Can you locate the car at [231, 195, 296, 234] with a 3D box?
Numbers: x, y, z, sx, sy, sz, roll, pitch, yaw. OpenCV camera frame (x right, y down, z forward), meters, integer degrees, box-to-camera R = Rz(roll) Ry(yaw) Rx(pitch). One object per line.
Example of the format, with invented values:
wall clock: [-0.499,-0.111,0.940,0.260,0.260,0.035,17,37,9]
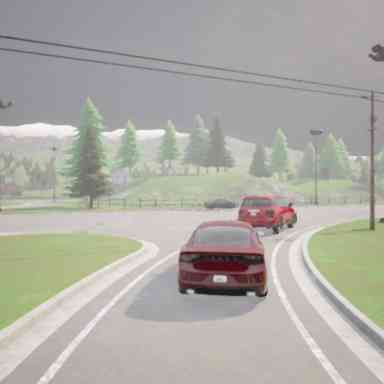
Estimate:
car: [4.520,1.209,19.577,2.150,2.045,5.566,0,0,30]

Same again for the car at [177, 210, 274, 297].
car: [0.877,1.471,8.678,1.882,1.535,5.008,0,0,8]

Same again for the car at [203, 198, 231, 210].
car: [3.589,1.493,40.502,4.674,1.442,1.812,0,0,-25]
